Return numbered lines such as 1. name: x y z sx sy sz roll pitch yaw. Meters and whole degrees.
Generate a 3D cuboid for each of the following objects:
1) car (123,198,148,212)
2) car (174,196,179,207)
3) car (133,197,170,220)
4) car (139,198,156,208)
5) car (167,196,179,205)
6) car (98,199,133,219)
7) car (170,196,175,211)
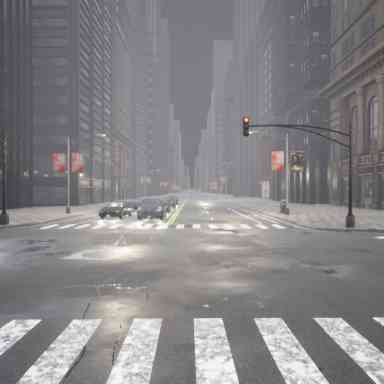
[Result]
1. car: -6.567 1.522 39.423 2.033 1.411 5.357 0 0 0
2. car: -3.319 1.530 47.439 1.994 1.385 4.181 0 0 0
3. car: -3.326 1.337 28.066 2.097 1.767 4.553 0 0 0
4. car: -6.565 1.565 49.509 1.895 1.301 4.718 0 0 0
5. car: -3.273 1.455 57.813 1.837 1.490 4.892 0 0 0
6. car: -6.551 1.531 29.324 2.033 1.411 5.357 0 0 4
7. car: -3.320 1.524 37.540 2.033 1.411 5.357 0 0 0
